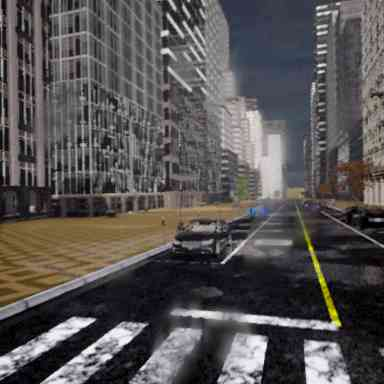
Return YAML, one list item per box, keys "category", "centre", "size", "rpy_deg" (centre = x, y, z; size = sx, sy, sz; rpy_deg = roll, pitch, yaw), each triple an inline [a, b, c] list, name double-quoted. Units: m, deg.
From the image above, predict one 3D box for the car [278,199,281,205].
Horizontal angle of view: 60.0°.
- category: "car"
  centre: [13.654, 2.265, 56.682]
  size: [1.752, 1.417, 4.829]
  rpy_deg: [-2, -1, 17]

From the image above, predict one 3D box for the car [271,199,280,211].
- category: "car"
  centre: [12.063, 2.223, 51.464]
  size: [2.008, 1.369, 4.403]
  rpy_deg: [-2, -1, 17]

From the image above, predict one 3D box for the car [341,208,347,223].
- category: "car"
  centre: [13.511, 1.804, 27.501]
  size: [1.947, 1.339, 4.313]
  rpy_deg: [-2, -1, 17]

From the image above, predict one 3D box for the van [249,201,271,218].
- category: "van"
  centre: [7.132, 1.810, 35.329]
  size: [1.690, 1.788, 3.998]
  rpy_deg: [-2, -1, 17]

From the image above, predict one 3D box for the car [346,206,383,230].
- category: "car"
  centre: [11.869, 1.740, 22.121]
  size: [1.947, 1.339, 4.313]
  rpy_deg: [-2, -1, 17]

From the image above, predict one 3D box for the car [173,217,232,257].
- category: "car"
  centre: [0.571, 1.762, 13.804]
  size: [2.008, 1.369, 4.403]
  rpy_deg: [-2, -1, 17]

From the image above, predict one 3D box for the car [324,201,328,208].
- category: "car"
  centre: [23.362, 2.229, 59.779]
  size: [1.802, 1.307, 4.206]
  rpy_deg: [-2, -1, 17]

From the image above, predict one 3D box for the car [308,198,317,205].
- category: "car"
  centre: [30.654, 2.445, 84.805]
  size: [1.801, 1.575, 5.366]
  rpy_deg: [-1, -1, 17]

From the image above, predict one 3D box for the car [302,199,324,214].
- category: "car"
  centre: [15.419, 1.992, 42.590]
  size: [1.812, 1.442, 4.674]
  rpy_deg: [-1, -1, 17]
